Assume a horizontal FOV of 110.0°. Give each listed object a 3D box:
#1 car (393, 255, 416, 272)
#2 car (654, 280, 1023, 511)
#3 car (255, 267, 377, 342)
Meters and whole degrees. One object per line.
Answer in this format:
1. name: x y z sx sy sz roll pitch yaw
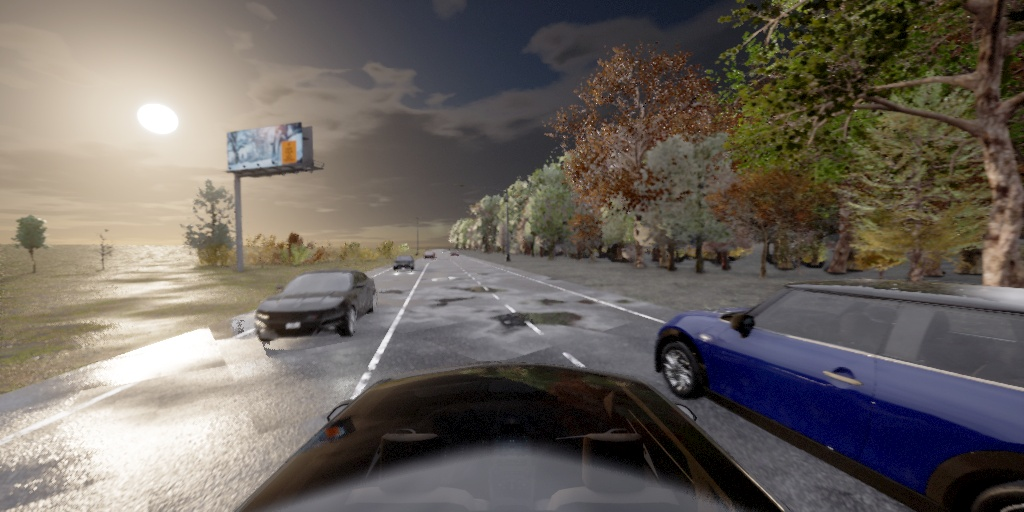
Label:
1. car: -9.989 0.645 33.505 2.033 1.411 5.357 -1 1 -13
2. car: 3.493 1.011 3.597 2.097 1.767 4.553 -1 1 -12
3. car: -4.958 1.090 9.722 1.882 1.535 5.008 -1 1 -12
